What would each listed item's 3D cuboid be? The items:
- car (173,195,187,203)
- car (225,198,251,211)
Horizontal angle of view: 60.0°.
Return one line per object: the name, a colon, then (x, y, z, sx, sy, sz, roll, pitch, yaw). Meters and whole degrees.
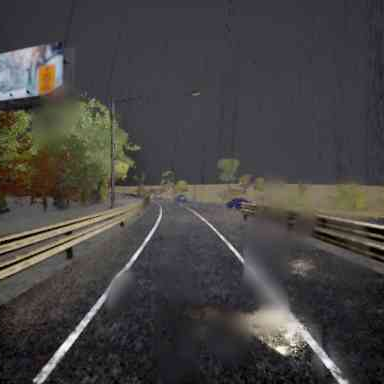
car: (-2.462, 1.325, 68.312, 2.097, 1.767, 4.553, 0, 0, -15)
car: (5.448, 1.452, 39.368, 1.812, 1.442, 4.674, 0, 0, -15)
